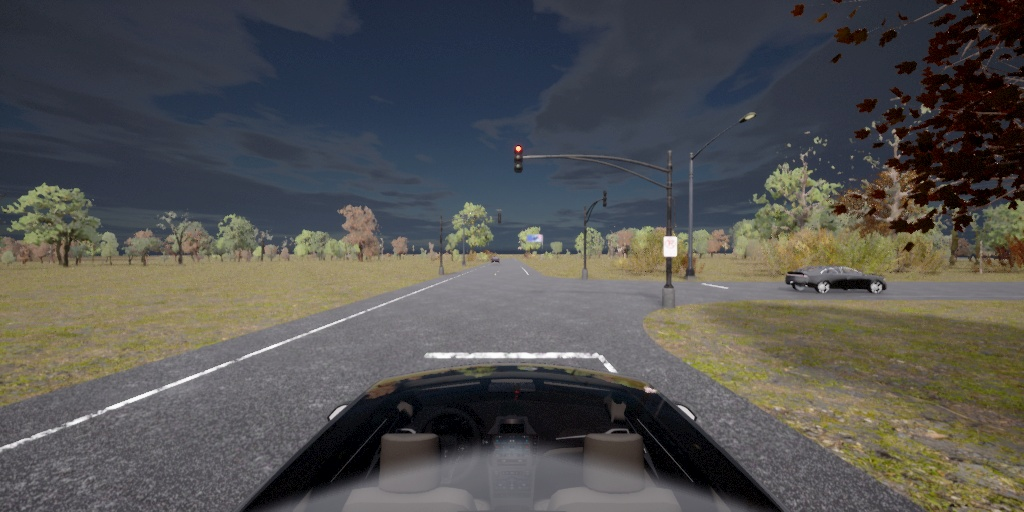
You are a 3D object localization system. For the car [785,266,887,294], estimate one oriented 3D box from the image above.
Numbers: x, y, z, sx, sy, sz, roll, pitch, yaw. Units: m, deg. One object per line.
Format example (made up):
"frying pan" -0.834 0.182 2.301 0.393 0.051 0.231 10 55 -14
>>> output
"car" 18.327 1.304 20.373 4.902 1.511 2.128 0 1 0
